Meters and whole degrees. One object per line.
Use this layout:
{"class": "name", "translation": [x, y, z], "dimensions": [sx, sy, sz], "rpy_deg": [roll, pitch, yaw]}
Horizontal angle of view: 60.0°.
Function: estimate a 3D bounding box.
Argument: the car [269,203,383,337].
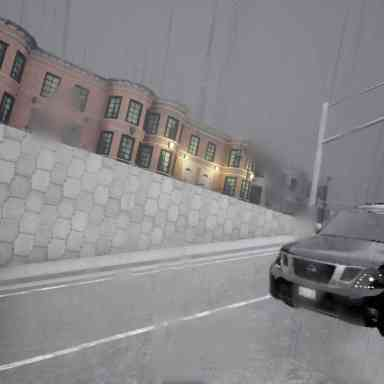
{"class": "car", "translation": [4.083, 1.278, 6.888], "dimensions": [5.566, 2.045, 2.150], "rpy_deg": [1, 0, -35]}
